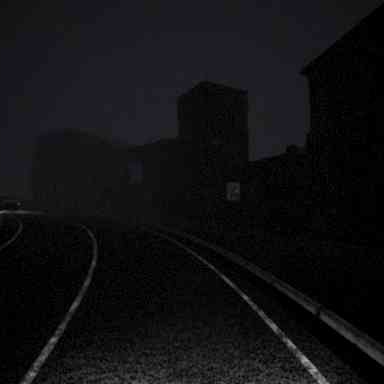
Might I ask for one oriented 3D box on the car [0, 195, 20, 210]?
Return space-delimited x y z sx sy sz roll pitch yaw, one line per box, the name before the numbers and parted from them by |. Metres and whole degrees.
car | -19.742 1.060 34.977 5.008 1.535 1.882 2 -2 43
